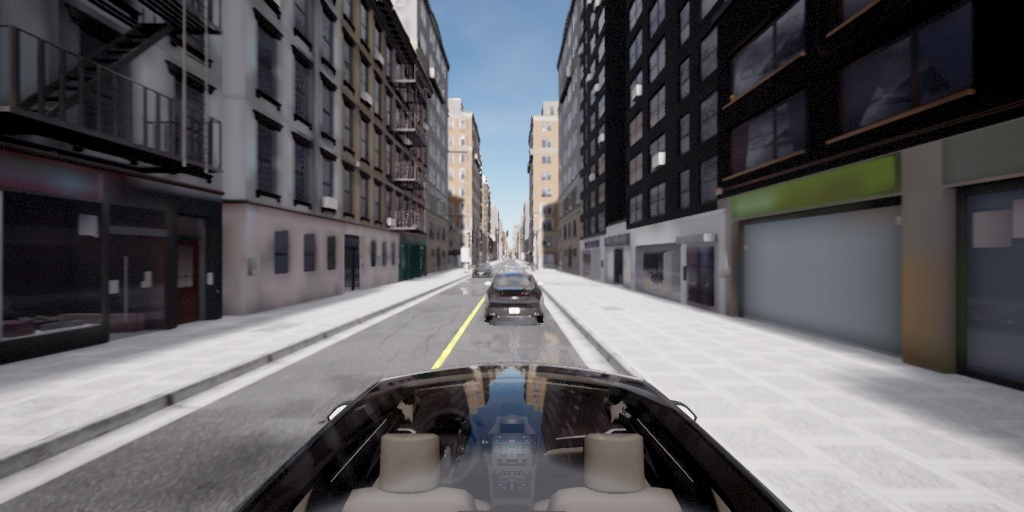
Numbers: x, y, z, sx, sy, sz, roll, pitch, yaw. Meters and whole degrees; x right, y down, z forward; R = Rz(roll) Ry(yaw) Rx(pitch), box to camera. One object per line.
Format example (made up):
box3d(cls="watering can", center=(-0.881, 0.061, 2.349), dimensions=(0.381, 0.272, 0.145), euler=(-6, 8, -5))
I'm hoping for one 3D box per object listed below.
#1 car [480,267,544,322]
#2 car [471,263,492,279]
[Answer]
box3d(cls="car", center=(0.079, 1.313, 12.641), dimensions=(1.837, 1.490, 4.892), euler=(0, 0, 0))
box3d(cls="car", center=(-2.860, 1.427, 35.375), dimensions=(1.837, 1.490, 4.892), euler=(0, 0, 0))
